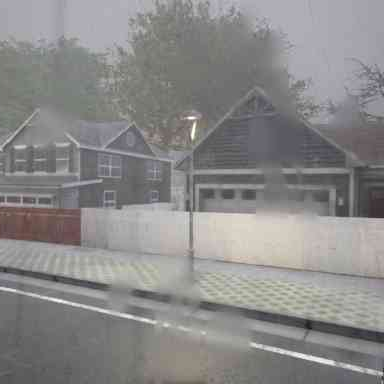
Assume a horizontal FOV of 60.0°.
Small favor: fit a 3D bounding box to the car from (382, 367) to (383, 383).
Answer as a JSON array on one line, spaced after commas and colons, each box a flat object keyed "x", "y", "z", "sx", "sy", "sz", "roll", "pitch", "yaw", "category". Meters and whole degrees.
[{"x": 3.926, "y": 1.225, "z": 1.288, "sx": 5.566, "sy": 2.045, "sz": 2.150, "roll": 0, "pitch": 0, "yaw": 29, "category": "car"}]
